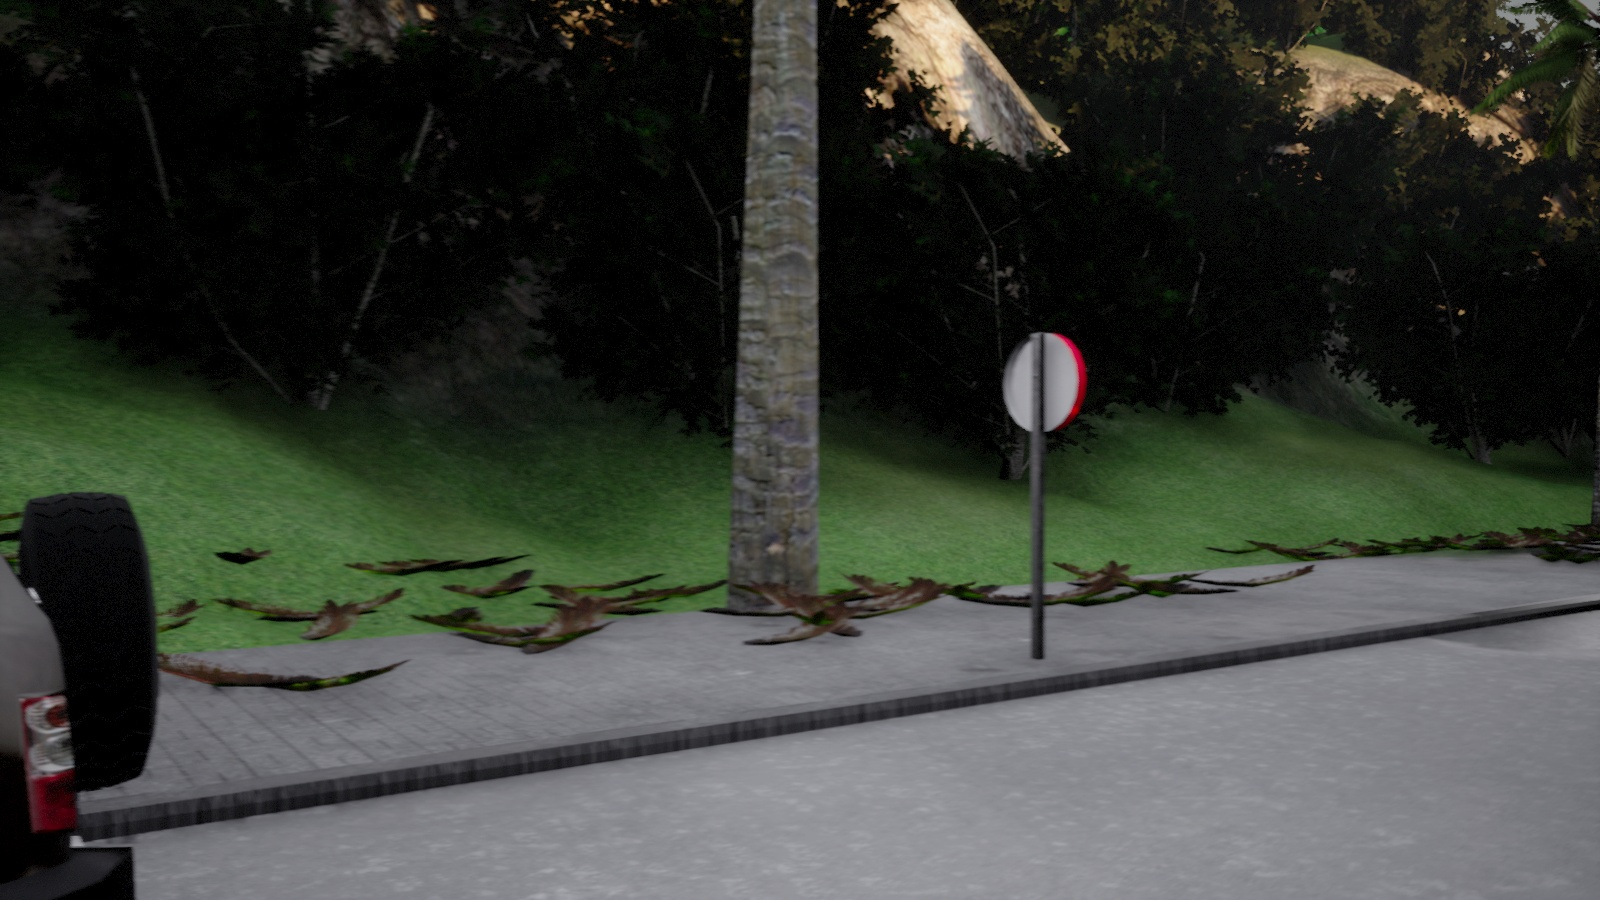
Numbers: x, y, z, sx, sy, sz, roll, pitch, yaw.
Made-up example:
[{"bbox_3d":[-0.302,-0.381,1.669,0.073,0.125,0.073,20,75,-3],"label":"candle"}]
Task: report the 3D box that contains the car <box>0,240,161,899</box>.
[{"bbox_3d":[-3.602,0.573,1.759,4.605,1.855,1.932,0,0,-35],"label":"car"}]
